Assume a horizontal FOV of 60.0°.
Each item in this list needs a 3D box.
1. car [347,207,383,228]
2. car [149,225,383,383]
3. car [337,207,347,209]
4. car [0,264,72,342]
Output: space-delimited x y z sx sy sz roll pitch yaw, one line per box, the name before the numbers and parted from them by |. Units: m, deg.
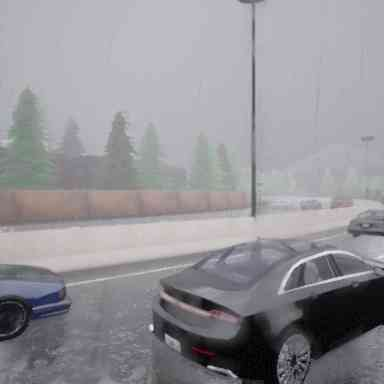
car | 9.838 1.611 17.280 2.033 1.411 5.357 0 0 44
car | 1.698 1.513 5.282 4.902 1.511 2.128 0 0 -38
car | 18.258 1.375 40.194 2.150 2.045 5.566 0 0 30
car | -4.668 1.573 4.803 5.357 1.411 2.033 0 0 -35
